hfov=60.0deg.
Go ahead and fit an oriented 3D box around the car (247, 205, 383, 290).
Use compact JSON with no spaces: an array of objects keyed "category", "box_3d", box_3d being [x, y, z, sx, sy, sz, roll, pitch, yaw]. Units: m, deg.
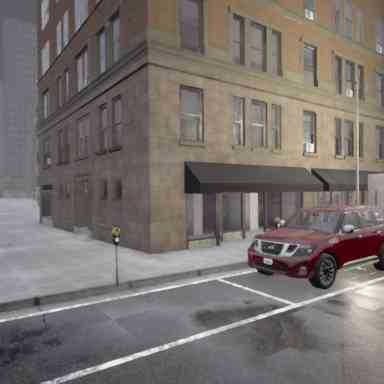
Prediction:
[{"category":"car","box_3d":[3.829,1.311,9.286,5.009,1.841,2.192,0,-1,-36]}]
